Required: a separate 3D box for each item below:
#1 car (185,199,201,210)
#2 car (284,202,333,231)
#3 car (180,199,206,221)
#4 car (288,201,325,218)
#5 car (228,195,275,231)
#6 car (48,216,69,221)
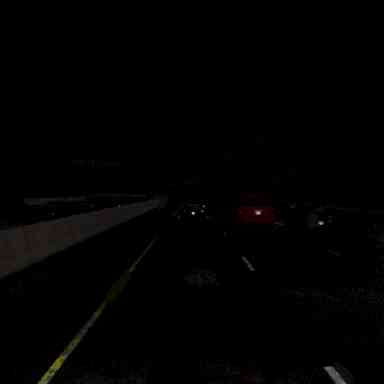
[{"bbox_3d":[0.087,1.592,43.036,1.895,1.301,4.718,0,0,-1],"label":"car"},{"bbox_3d":[7.095,1.521,20.593,1.812,1.442,4.674,0,0,0],"label":"car"},{"bbox_3d":[0.093,1.559,26.919,1.994,1.385,4.181,0,0,0],"label":"car"},{"bbox_3d":[10.594,1.594,31.184,1.895,1.301,4.718,0,0,0],"label":"car"},{"bbox_3d":[3.596,1.217,20.773,2.150,2.045,5.566,0,0,0],"label":"car"},{"bbox_3d":[-10.603,1.473,25.666,1.882,1.535,5.008,0,0,0],"label":"car"}]
